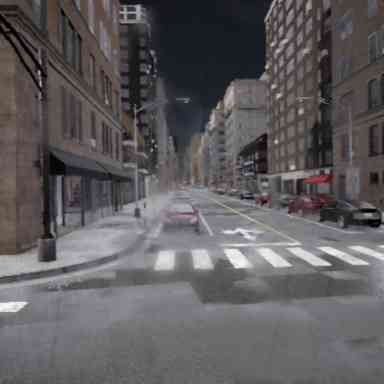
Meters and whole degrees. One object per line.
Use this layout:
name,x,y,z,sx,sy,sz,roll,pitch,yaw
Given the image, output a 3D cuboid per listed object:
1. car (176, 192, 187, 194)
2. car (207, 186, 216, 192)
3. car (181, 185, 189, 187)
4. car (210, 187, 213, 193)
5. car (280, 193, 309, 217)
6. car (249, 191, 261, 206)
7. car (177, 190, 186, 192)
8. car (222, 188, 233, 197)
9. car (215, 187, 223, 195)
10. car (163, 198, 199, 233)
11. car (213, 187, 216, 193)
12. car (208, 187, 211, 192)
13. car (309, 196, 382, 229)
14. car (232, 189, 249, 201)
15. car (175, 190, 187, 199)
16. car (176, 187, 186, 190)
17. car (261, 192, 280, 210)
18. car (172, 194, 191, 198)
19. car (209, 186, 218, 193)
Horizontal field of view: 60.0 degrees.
car,-0.908,0.927,27.981,2.008,1.369,4.403,0,1,-2
car,5.546,-0.798,94.568,1.967,1.590,4.097,0,1,-2
car,-2.286,-0.290,72.178,2.192,1.841,5.009,0,1,-2
car,6.063,-0.305,77.991,1.947,1.339,4.313,0,1,-2
car,7.784,0.901,22.723,1.887,1.381,4.507,0,1,-2
car,7.440,0.657,33.777,1.887,1.381,4.507,0,1,-2
car,-1.080,0.799,33.506,1.887,1.381,4.507,0,1,-2
car,6.751,0.173,55.884,2.008,1.369,4.403,0,1,-2
car,6.407,-0.059,66.937,1.947,1.339,4.313,0,1,-2
car,-0.564,1.202,16.931,1.802,1.307,4.206,0,1,-2
car,6.235,-0.166,72.465,1.802,1.307,4.206,0,1,-2
car,5.890,-0.554,83.514,1.967,1.590,4.097,0,1,-2
car,7.956,1.044,17.197,1.947,1.339,4.313,0,1,-2
car,7.096,0.433,44.831,1.947,1.339,4.313,0,1,-2
car,-1.768,0.330,55.608,1.947,1.339,4.313,0,1,-2
car,-1.591,0.416,49.912,1.752,1.417,4.829,0,1,-2
car,7.612,0.785,28.250,2.008,1.369,4.403,0,1,-2
car,-0.736,1.064,22.456,1.947,1.339,4.313,0,1,-2
car,5.718,-0.676,89.041,1.967,1.590,4.097,0,1,-2
